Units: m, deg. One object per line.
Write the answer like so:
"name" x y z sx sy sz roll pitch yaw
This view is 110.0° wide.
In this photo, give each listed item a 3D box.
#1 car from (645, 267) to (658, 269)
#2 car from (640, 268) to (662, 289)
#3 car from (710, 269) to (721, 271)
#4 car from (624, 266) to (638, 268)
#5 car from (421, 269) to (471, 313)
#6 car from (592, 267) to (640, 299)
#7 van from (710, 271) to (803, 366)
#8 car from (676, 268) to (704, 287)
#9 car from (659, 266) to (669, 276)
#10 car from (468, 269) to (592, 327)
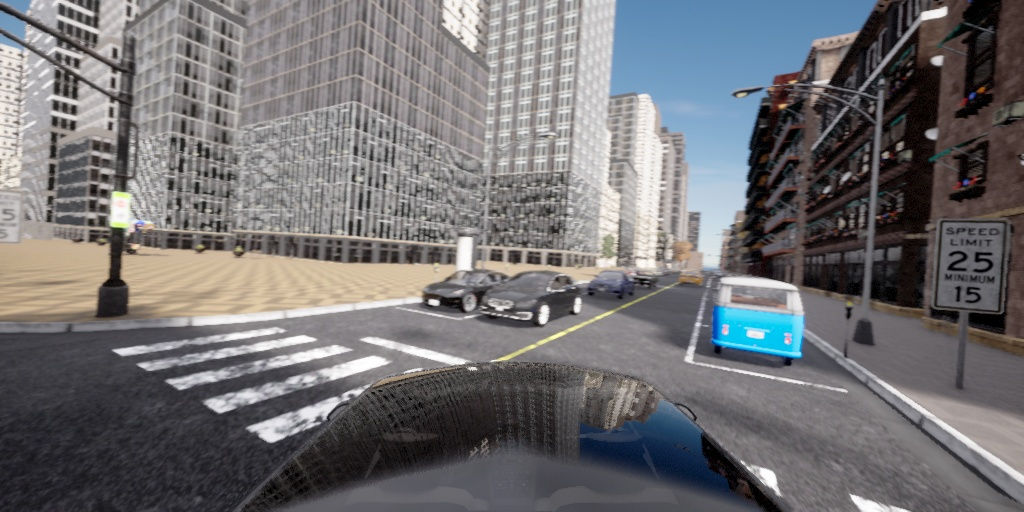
"car" 17.459 2.174 46.748 1.751 1.417 4.829 0 0 29
"car" 10.727 1.892 29.362 1.895 1.301 4.718 4 0 29
"car" 30.241 3.026 52.438 2.007 1.370 4.403 0 0 29
"car" 12.129 1.780 37.249 1.967 1.591 4.097 0 0 29
"car" -1.399 1.144 13.133 1.948 1.339 4.313 0 0 29
"car" 5.788 1.539 20.565 1.812 1.442 4.674 4 0 29
"van" 5.890 1.435 9.028 1.690 1.789 3.998 0 0 29
"car" 18.010 2.220 35.930 1.882 1.535 5.008 4 1 30
"car" 22.953 2.510 56.543 2.007 1.370 4.403 0 0 29
"car" 0.861 1.242 11.784 1.837 1.490 4.892 4 0 29
